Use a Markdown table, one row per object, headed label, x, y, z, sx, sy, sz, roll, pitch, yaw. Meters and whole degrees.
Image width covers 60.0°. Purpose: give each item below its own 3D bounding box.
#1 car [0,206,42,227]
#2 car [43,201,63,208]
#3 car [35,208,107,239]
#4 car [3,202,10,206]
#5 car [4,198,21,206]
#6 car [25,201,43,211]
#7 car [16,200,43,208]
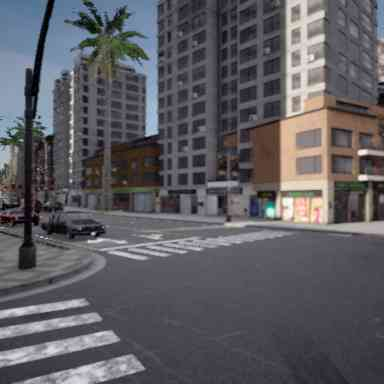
| label | x | y | z | sx | sy | sz | roll | pitch | yaw |
| --- | --- | --- | --- | --- | --- | --- | --- | --- | --- |
| car | -14.089 | 2.039 | 27.030 | 1.895 | 1.301 | 4.718 | 1 | -1 | -43 |
| car | -20.754 | 2.100 | 49.361 | 2.097 | 1.767 | 4.553 | 1 | -1 | -40 |
| car | -7.189 | 1.896 | 19.871 | 2.033 | 1.411 | 5.357 | 1 | -1 | -45 |
| car | -20.934 | 2.023 | 34.512 | 2.128 | 1.511 | 4.902 | 1 | -1 | -41 |
| car | -29.371 | 1.998 | 54.553 | 2.150 | 2.045 | 5.566 | 1 | -1 | -38 |
| car | -27.089 | 2.323 | 56.898 | 1.837 | 1.490 | 4.892 | 1 | -1 | -38 |
| car | -22.990 | 2.231 | 46.968 | 1.812 | 1.442 | 4.674 | 1 | -1 | -39 |
